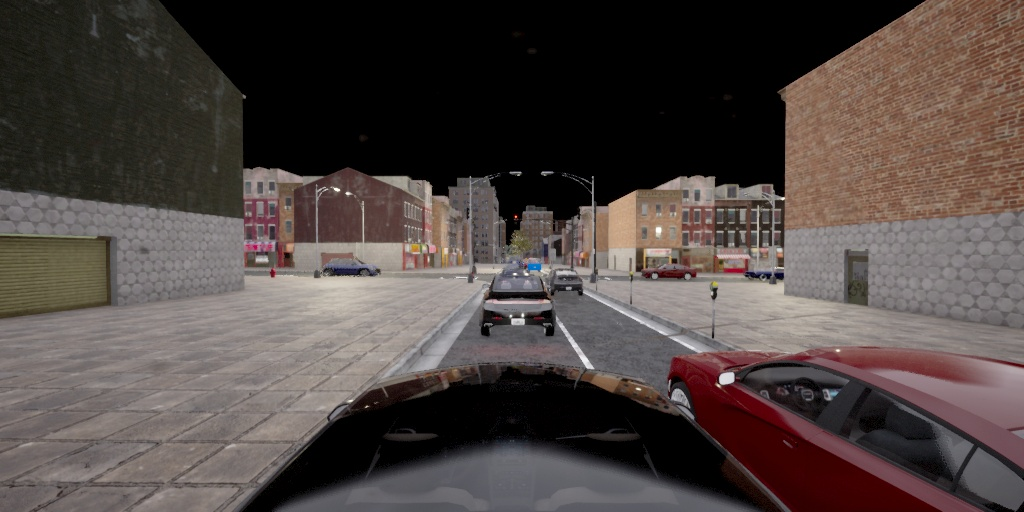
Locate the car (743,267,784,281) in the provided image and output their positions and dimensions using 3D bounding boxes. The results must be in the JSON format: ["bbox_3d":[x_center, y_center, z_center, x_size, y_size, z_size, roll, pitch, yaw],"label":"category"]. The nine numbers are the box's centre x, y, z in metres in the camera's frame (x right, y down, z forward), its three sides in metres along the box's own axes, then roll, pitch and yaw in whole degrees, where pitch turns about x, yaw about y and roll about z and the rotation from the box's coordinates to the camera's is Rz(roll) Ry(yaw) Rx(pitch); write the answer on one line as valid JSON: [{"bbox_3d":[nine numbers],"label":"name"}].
[{"bbox_3d":[24.823,1.716,34.087,4.718,1.301,1.895,1,1,0],"label":"car"}]

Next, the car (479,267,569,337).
[{"bbox_3d":[0.142,1.243,10.353,2.128,1.511,4.902,0,0,0],"label":"car"}]

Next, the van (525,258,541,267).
[{"bbox_3d":[2.861,1.210,46.217,1.690,1.789,3.998,0,0,0],"label":"van"}]

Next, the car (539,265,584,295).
[{"bbox_3d":[2.723,1.316,19.263,2.007,1.370,4.403,0,0,0],"label":"car"}]

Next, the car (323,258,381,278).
[{"bbox_3d":[-13.935,0.994,31.397,4.553,1.767,2.097,1,1,0],"label":"car"}]

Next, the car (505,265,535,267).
[{"bbox_3d":[0.219,1.369,20.396,1.895,1.301,4.718,0,0,1],"label":"car"}]

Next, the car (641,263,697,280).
[{"bbox_3d":[14.863,1.462,34.152,5.008,1.535,1.882,1,1,0],"label":"car"}]

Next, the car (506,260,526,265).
[{"bbox_3d":[0.189,1.402,40.341,1.994,1.385,4.181,0,0,4],"label":"car"}]

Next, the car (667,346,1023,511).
[{"bbox_3d":[2.637,1.294,2.387,1.888,1.381,4.507,0,0,0],"label":"car"}]
